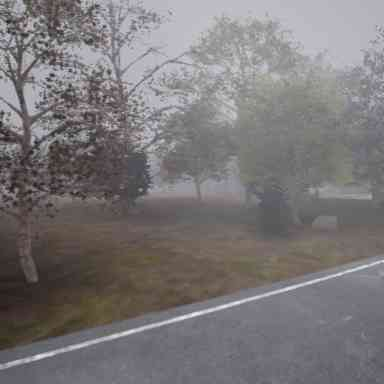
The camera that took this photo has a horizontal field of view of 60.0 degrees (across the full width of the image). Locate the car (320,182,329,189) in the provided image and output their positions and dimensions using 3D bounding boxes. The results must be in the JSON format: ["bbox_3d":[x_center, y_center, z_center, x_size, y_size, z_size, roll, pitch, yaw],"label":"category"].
[{"bbox_3d":[29.102,-1.499,73.667,1.812,1.442,4.674,-2,4,39],"label":"car"}]
